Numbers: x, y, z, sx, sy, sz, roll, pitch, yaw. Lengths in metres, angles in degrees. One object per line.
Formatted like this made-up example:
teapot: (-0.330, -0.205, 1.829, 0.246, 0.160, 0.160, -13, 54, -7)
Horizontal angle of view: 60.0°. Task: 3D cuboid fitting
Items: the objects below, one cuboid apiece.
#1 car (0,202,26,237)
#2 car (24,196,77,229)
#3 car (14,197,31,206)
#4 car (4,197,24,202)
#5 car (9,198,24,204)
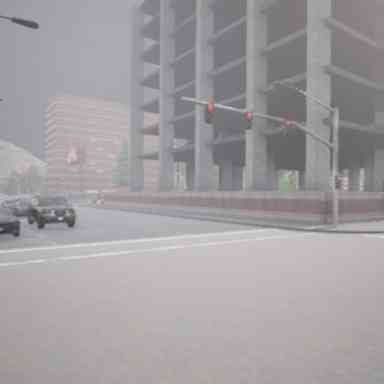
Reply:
car: (-10.454, 1.495, 17.714, 1.882, 1.535, 5.008, 1, 0, -35)
car: (-9.585, 1.278, 22.561, 2.150, 2.045, 5.566, 1, -1, -35)
car: (-28.841, 1.603, 56.520, 1.837, 1.490, 4.892, 1, -1, -35)
car: (-21.370, 1.605, 39.419, 2.033, 1.411, 5.357, 1, 0, -35)
car: (-15.268, 1.561, 30.674, 1.837, 1.490, 4.892, 1, 0, -35)
